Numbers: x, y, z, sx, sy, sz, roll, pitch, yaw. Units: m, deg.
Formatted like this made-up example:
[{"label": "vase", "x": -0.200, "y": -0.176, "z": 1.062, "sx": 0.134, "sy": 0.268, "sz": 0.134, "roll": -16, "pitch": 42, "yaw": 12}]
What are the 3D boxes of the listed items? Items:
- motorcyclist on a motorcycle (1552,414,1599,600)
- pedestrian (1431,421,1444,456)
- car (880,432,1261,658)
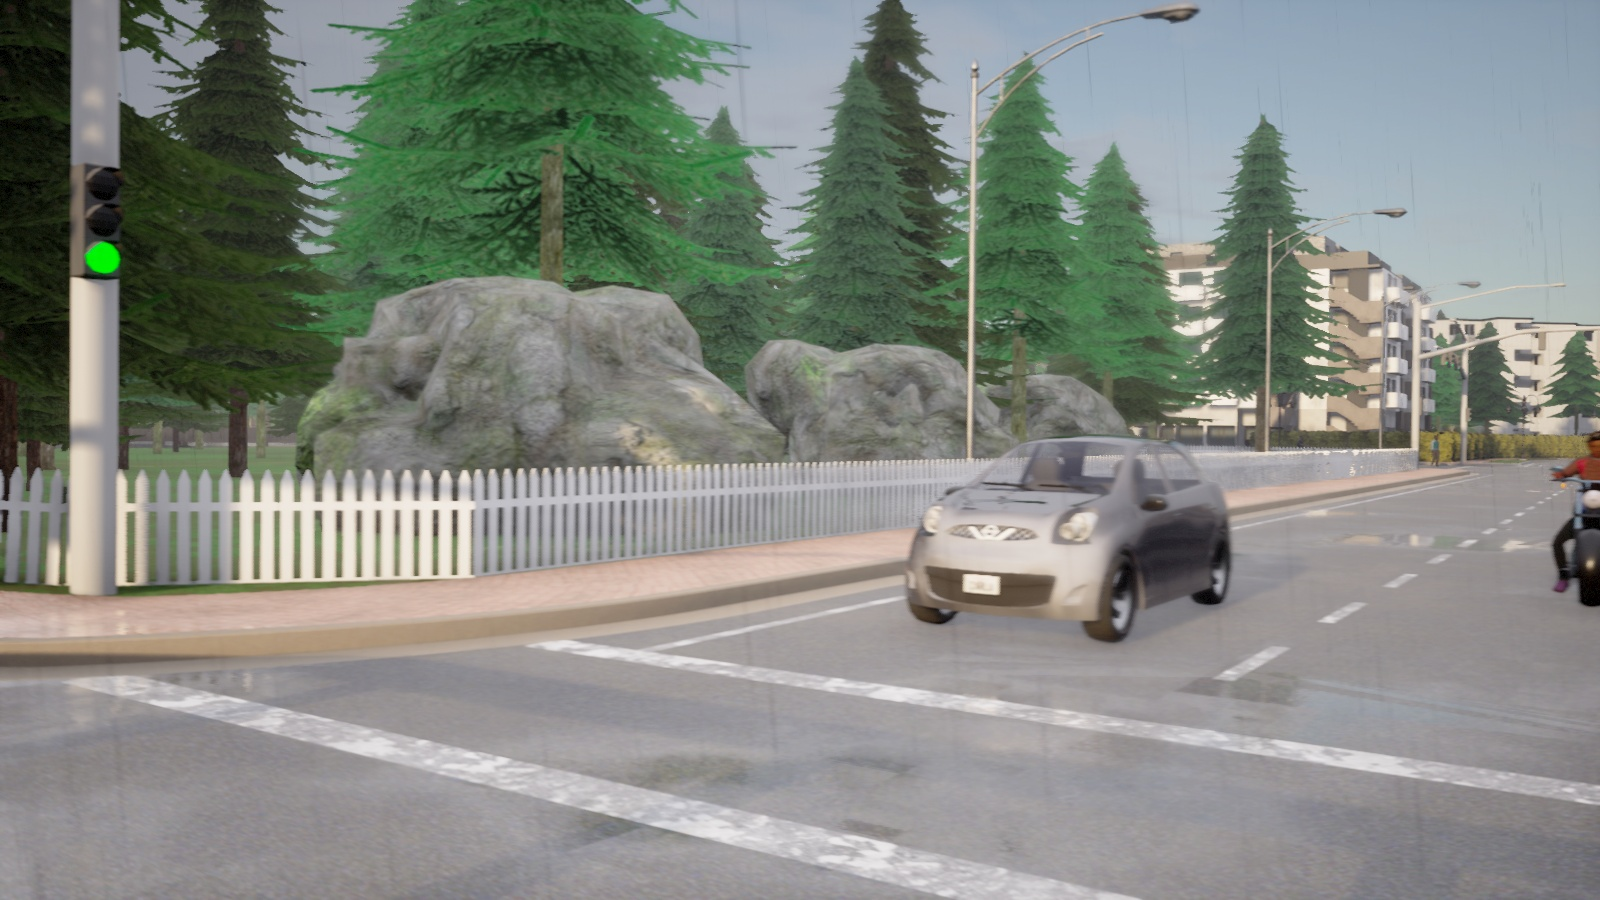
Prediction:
[{"label": "motorcyclist on a motorcycle", "x": 7.758, "y": 0.484, "z": 12.083, "sx": 0.766, "sy": 1.649, "sz": 2.350, "roll": 0, "pitch": 1, "yaw": 34}, {"label": "pedestrian", "x": 35.314, "y": -0.620, "z": 69.553, "sx": 0.396, "sy": 1.930, "sz": 0.692, "roll": 0, "pitch": 1, "yaw": 4}, {"label": "car", "x": 2.386, "y": 0.610, "z": 10.379, "sx": 1.845, "sy": 1.501, "sz": 3.633, "roll": 0, "pitch": 1, "yaw": 34}]
